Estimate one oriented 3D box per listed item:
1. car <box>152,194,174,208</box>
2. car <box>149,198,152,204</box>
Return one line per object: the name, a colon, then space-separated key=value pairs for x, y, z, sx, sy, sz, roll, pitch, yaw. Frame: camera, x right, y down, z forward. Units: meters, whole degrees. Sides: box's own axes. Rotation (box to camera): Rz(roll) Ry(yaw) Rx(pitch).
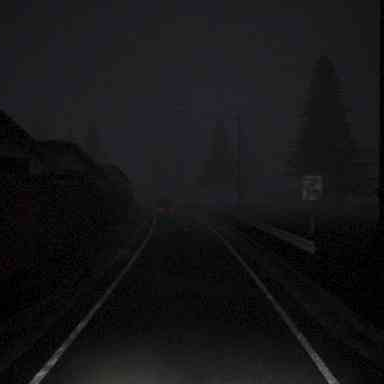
car: x=-3.721 y=1.185 z=44.564 sx=2.097 sy=1.767 sz=4.553 roll=0 pitch=0 yaw=-12
car: x=-5.790 y=1.323 z=54.507 sx=1.812 sy=1.442 sz=4.674 roll=0 pitch=0 yaw=-14
